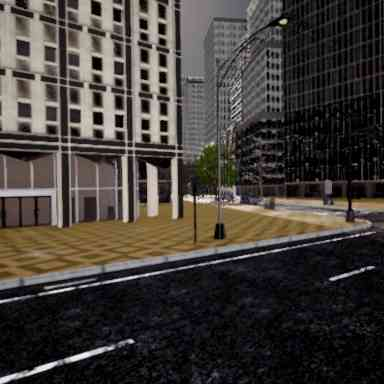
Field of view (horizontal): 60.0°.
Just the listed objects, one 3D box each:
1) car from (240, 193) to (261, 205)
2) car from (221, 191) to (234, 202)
[{"bbox_3d":[8.765,0.944,49.753,2.097,1.767,4.553,-1,0,-7],"label":"car"},{"bbox_3d":[6.687,0.805,65.596,2.150,2.045,5.566,-1,0,-7],"label":"car"}]
